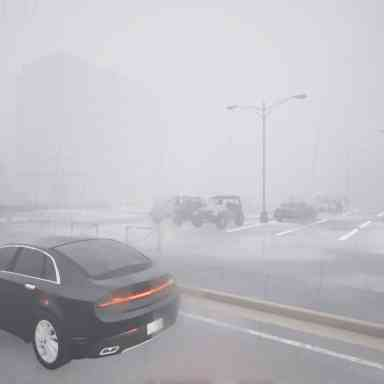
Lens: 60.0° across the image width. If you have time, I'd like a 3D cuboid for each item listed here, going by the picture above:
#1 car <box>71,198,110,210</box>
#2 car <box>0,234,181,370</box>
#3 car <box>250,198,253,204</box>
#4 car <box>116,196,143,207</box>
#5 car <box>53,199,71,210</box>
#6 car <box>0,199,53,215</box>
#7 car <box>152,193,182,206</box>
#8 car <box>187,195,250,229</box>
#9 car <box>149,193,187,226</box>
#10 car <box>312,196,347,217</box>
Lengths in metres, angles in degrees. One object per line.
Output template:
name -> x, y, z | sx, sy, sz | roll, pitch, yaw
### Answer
car -> -12.504, 1.526, 42.162 | 1.812, 1.442, 4.674 | 0, 0, 34
car -> -2.454, 1.505, 5.750 | 4.892, 1.490, 1.837 | 0, 0, 36
car -> 9.835, 1.505, 62.475 | 1.837, 1.490, 4.892 | 0, 0, 34
car -> -9.822, 1.351, 52.397 | 2.097, 1.767, 4.553 | 0, 0, 36
car -> -17.176, 1.547, 41.506 | 2.033, 1.411, 5.357 | 0, 0, 34
car -> -17.502, 1.601, 34.752 | 1.895, 1.301, 4.718 | 0, 0, 34
car -> -4.040, 1.221, 54.722 | 2.150, 2.045, 5.566 | 0, 0, 32
car -> 1.704, 1.156, 20.229 | 1.905, 1.878, 3.866 | 0, 0, 34
car -> -0.660, 1.153, 21.899 | 1.932, 1.855, 4.605 | 0, 0, 34
car -> 13.749, 1.395, 33.166 | 1.970, 1.475, 3.806 | 0, 0, 34
